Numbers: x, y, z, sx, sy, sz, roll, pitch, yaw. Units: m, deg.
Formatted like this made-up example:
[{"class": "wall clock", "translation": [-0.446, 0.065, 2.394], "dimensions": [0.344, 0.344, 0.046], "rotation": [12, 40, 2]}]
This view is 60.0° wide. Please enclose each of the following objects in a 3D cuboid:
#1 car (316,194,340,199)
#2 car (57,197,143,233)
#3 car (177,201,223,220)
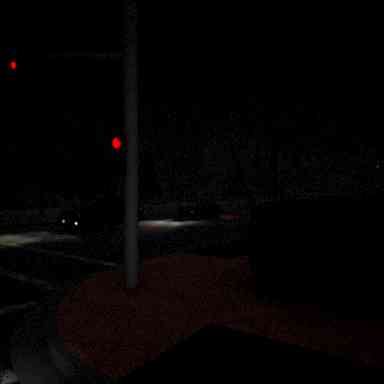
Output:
[{"class": "car", "translation": [14.781, 1.271, 35.286], "dimensions": [2.150, 2.045, 5.566], "rotation": [0, 0, 39]}, {"class": "car", "translation": [-5.624, 1.324, 21.145], "dimensions": [2.150, 2.045, 5.566], "rotation": [0, 0, 38]}, {"class": "car", "translation": [0.746, 1.576, 29.157], "dimensions": [1.882, 1.535, 5.008], "rotation": [0, 0, 39]}]
